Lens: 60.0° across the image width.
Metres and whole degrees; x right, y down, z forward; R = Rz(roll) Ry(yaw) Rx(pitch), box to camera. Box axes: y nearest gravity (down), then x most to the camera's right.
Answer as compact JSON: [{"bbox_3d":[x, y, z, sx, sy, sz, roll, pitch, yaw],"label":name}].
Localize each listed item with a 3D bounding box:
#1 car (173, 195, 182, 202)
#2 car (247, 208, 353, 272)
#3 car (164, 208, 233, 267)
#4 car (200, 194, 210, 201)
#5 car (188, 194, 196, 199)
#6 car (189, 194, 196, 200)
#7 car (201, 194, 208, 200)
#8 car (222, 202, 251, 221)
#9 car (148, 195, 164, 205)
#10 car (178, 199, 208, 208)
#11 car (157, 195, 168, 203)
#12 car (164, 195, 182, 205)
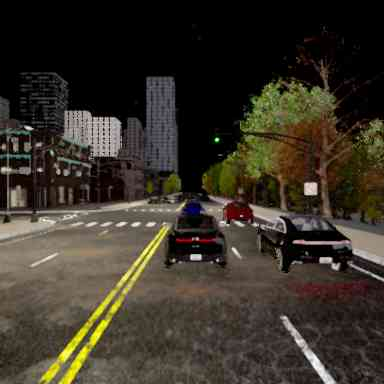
[{"bbox_3d":[-3.217,1.459,73.835,1.837,1.490,4.892,0,0,0],"label":"car"},{"bbox_3d":[3.355,1.488,10.749,2.128,1.511,4.902,0,0,0],"label":"car"},{"bbox_3d":[0.107,1.500,11.374,1.837,1.490,4.892,0,0,0],"label":"car"},{"bbox_3d":[3.284,1.501,78.286,1.994,1.385,4.181,0,0,0],"label":"car"},{"bbox_3d":[0.033,1.473,77.870,2.128,1.511,4.902,0,0,0],"label":"car"},{"bbox_3d":[0.039,1.305,88.290,1.812,1.442,4.674,0,0,0],"label":"car"},{"bbox_3d":[3.289,1.280,88.288,1.837,1.490,4.892,0,0,0],"label":"car"},{"bbox_3d":[3.363,1.467,24.953,1.882,1.535,5.008,0,0,0],"label":"car"},{"bbox_3d":[-6.520,1.533,58.457,1.994,1.385,4.181,0,0,0],"label":"car"},{"bbox_3d":[0.113,1.515,24.598,1.812,1.442,4.674,0,0,0],"label":"car"},{"bbox_3d":[-6.467,1.485,73.372,2.128,1.511,4.902,0,0,0],"label":"car"},{"bbox_3d":[-3.273,1.461,58.520,2.128,1.511,4.902,0,0,1],"label":"car"}]
